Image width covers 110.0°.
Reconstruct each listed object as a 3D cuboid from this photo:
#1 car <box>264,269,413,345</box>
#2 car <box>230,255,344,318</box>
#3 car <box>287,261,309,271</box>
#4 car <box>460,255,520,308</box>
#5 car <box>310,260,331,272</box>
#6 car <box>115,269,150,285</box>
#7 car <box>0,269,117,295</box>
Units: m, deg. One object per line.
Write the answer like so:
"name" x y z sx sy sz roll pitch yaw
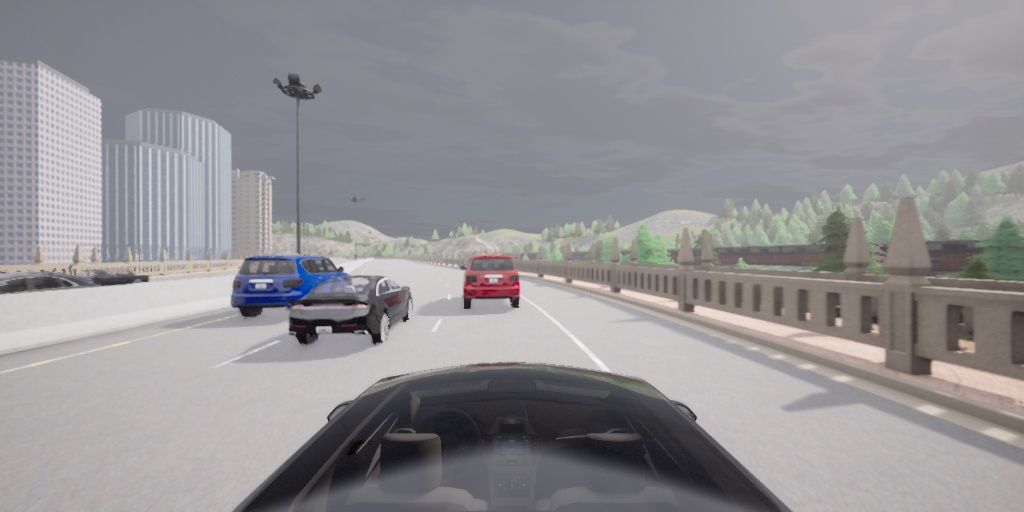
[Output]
"car" -3.929 1.250 9.536 2.128 1.511 4.902 0 0 -5
"car" -7.792 0.990 13.339 2.150 2.045 5.566 0 0 -7
"car" -30.331 1.383 50.972 1.994 1.385 4.181 0 0 -20
"car" -1.011 0.964 15.373 2.150 2.045 5.566 0 0 -8
"car" -25.311 1.309 47.564 1.837 1.490 4.892 0 0 -21
"car" -23.420 1.421 20.391 1.895 1.301 4.718 0 0 -13
"car" -14.696 1.301 10.124 1.837 1.490 4.892 0 0 -6
